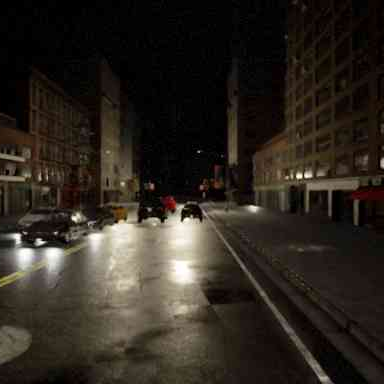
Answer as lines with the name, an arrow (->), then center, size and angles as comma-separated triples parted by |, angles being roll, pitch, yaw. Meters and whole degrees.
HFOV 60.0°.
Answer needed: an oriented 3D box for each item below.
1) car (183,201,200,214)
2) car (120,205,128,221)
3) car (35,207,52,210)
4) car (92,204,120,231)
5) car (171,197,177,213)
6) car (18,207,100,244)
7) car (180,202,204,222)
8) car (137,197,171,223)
car -> -0.012, 1.959, 42.302 | 2.033, 1.411, 5.357 | 0, -1, 1
car -> -6.592, 1.742, 27.387 | 1.882, 1.535, 5.008 | 0, -1, 1
car -> -9.777, 1.745, 22.328 | 1.812, 1.442, 4.674 | 0, -1, 0
car -> -6.526, 1.741, 22.472 | 1.837, 1.490, 4.892 | 0, 0, 0
car -> -3.255, 1.643, 43.347 | 2.150, 2.045, 5.566 | 0, -1, 1
car -> -6.613, 1.710, 17.028 | 2.033, 1.411, 5.357 | 0, -1, 0
car -> -0.024, 1.787, 29.431 | 1.837, 1.490, 4.892 | 0, -1, 0
car -> -3.282, 1.497, 28.468 | 2.150, 2.045, 5.566 | 0, 0, 0
